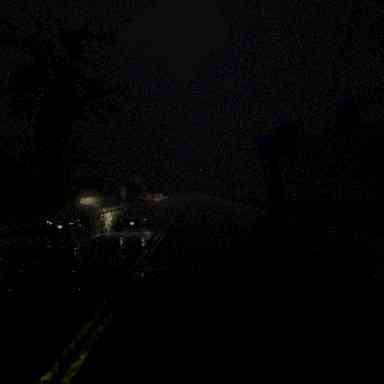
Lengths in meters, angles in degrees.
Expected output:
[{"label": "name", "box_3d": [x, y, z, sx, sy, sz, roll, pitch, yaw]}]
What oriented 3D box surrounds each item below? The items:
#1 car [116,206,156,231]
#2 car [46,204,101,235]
[{"label": "car", "box_3d": [-3.347, 1.554, 20.509, 1.994, 1.385, 4.181, 0, 0, 0]}, {"label": "car", "box_3d": [-6.598, 1.496, 19.034, 1.837, 1.490, 4.892, 0, 0, 0]}]
